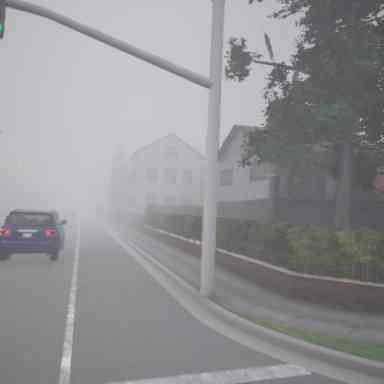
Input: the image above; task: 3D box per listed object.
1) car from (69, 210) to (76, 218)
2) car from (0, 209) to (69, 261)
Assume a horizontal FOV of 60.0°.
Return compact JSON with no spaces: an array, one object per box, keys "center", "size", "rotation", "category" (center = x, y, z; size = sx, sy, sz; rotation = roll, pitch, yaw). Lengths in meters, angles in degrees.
[{"center":[-22.437,4.039,61.275],"size":[1.882,1.535,5.008],"rotation":[4,-4,-18],"category":"car"},{"center":[-6.960,1.805,14.876],"size":[2.150,2.045,5.566],"rotation":[4,-3,-18],"category":"car"}]
